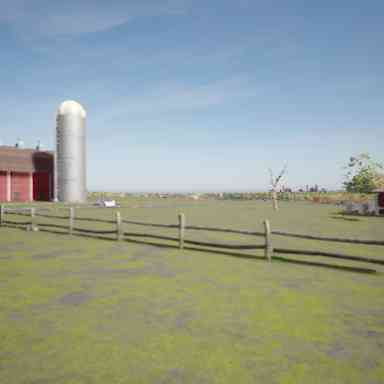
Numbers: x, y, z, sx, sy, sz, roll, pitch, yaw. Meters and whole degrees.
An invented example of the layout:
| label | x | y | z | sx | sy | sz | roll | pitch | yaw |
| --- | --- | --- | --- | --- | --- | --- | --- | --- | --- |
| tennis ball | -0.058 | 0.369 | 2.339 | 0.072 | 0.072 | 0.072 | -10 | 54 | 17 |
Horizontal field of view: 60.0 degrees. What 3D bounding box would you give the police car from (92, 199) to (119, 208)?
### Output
| label | x | y | z | sx | sy | sz | roll | pitch | yaw |
| --- | --- | --- | --- | --- | --- | --- | --- | --- | --- |
| police car | -15.305 | 1.967 | 58.538 | 2.038 | 1.542 | 4.974 | 0 | -1 | 35 |
